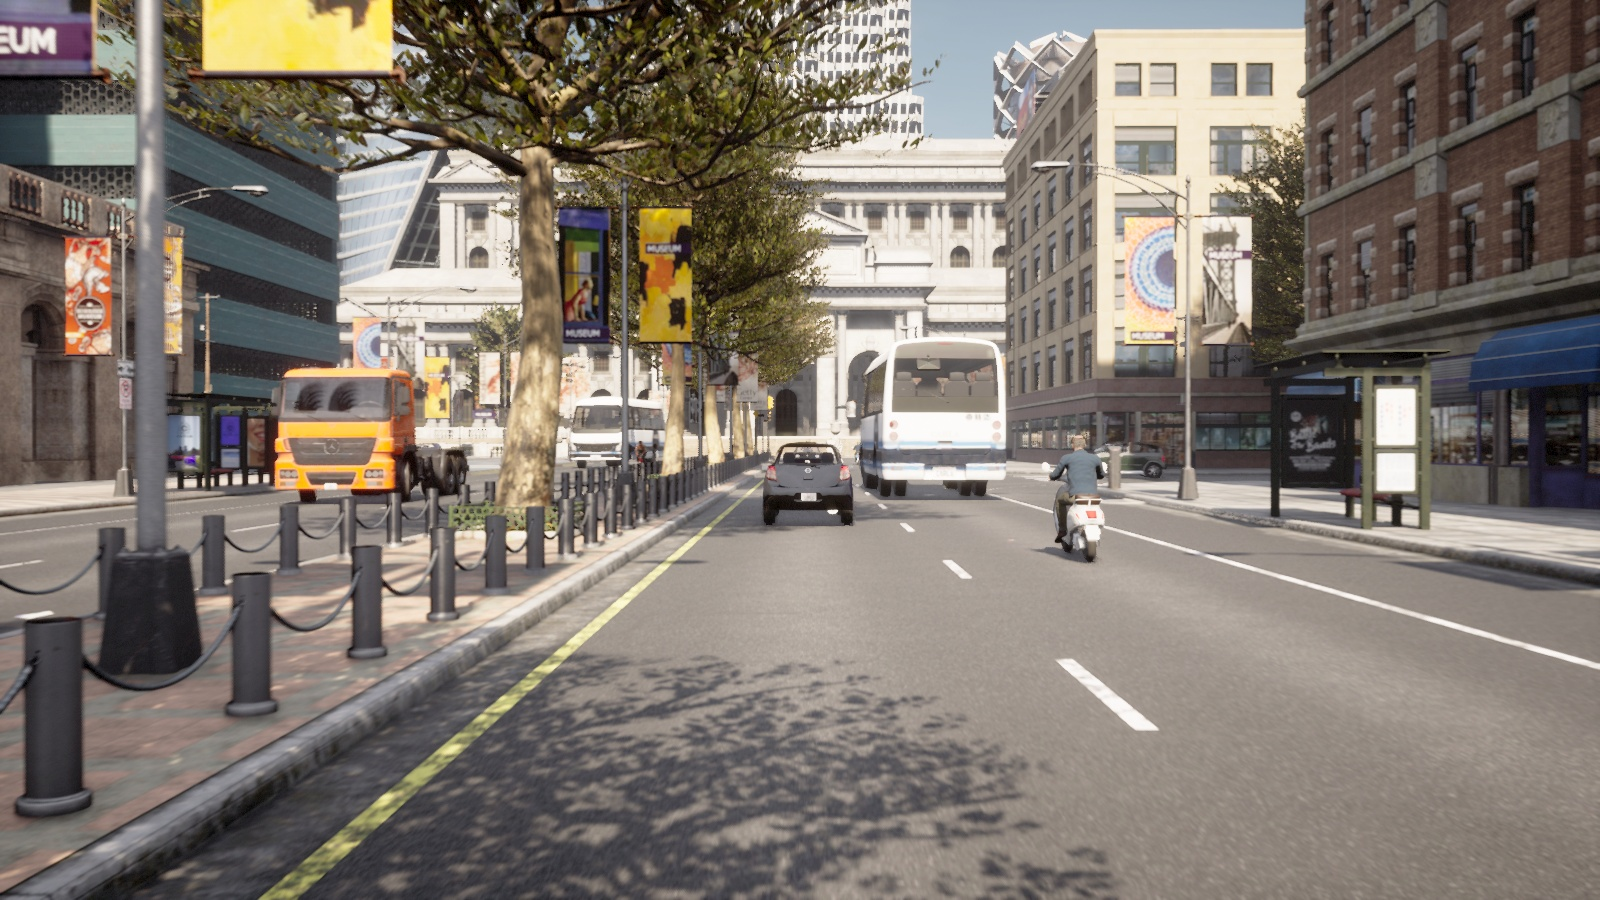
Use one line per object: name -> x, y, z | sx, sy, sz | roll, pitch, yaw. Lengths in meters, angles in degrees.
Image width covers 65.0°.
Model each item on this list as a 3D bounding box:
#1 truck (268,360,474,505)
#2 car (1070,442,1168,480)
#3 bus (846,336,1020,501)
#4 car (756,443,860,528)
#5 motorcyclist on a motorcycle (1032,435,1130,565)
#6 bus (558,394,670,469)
truck -> -11.253, -0.436, 33.907 | 2.891, 3.462, 7.936 | 0, 0, -1
car -> 13.213, 0.444, 52.215 | 3.705, 1.549, 1.789 | 0, 1, 5
bus -> 3.645, -0.840, 37.811 | 3.944, 4.253, 10.273 | 0, 0, -1
car -> 0.152, 0.624, 24.131 | 1.845, 1.501, 3.633 | 0, 0, 0
motorcyclist on a motorcycle -> 3.607, 0.611, 16.288 | 0.866, 1.590, 1.817 | 0, 0, 0
bus -> -11.090, -1.069, 76.326 | 3.944, 4.253, 10.273 | 0, 0, 8
